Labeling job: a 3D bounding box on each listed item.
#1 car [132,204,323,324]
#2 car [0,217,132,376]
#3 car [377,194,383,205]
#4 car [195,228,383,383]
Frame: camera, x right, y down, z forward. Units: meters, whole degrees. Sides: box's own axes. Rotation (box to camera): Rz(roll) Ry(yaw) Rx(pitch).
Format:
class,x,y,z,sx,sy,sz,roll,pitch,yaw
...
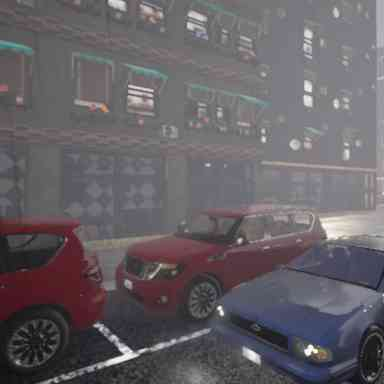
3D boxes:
class,x,y,z,sx,sy,sz,roll,pitch,yaw
car,0.943,1.246,7.228,5.009,1.841,2.192,-1,1,-35
car,-3.551,1.324,4.019,5.009,1.841,2.192,-1,1,-35
car,22.467,0.948,39.005,1.887,1.381,4.507,0,0,-36
car,2.855,1.471,5.404,5.357,1.411,2.033,-1,1,-35
